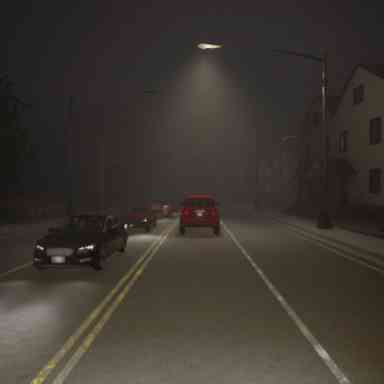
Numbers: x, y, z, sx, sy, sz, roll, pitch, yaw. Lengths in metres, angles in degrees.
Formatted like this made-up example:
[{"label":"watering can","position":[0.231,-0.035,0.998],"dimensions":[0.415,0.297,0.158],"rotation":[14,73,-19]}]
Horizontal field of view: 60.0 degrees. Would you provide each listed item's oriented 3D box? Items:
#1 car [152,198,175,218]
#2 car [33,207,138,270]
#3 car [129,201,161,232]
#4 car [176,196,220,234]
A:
[{"label":"car","position":[-2.999,1.358,30.546],"dimensions":[2.097,1.767,4.553],"rotation":[0,0,2]},{"label":"car","position":[-3.411,1.485,11.056],"dimensions":[2.128,1.511,4.902],"rotation":[0,0,1]},{"label":"car","position":[-3.227,1.526,20.328],"dimensions":[1.812,1.442,4.674],"rotation":[0,0,1]},{"label":"car","position":[0.447,1.234,19.567],"dimensions":[2.150,2.045,5.566],"rotation":[0,0,1]}]
